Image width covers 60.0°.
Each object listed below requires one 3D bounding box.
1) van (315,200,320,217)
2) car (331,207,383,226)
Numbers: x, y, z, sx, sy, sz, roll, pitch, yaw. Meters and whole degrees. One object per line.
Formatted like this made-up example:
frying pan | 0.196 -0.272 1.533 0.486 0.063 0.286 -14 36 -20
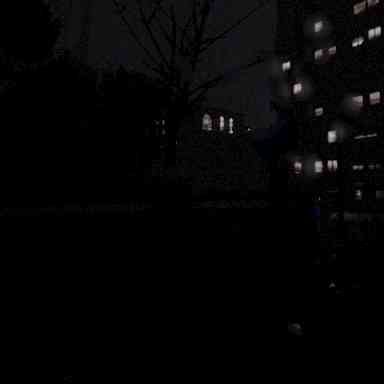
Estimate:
van | 10.473 1.650 32.642 1.690 1.788 3.998 -1 0 -36
car | 12.977 1.792 25.005 1.895 1.301 4.718 0 -1 -35
